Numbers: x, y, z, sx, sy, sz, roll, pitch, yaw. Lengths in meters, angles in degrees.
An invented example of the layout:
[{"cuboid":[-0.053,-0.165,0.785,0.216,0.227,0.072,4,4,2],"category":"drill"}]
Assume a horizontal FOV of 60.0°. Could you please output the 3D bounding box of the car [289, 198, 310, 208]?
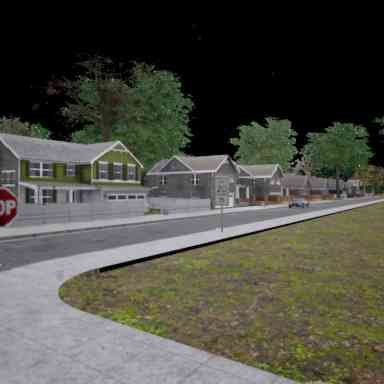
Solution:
[{"cuboid":[14.919,1.531,46.137,1.994,1.385,4.181,0,0,35],"category":"car"}]
